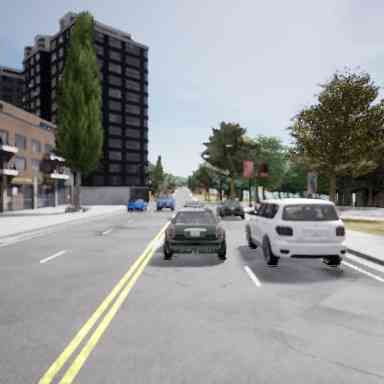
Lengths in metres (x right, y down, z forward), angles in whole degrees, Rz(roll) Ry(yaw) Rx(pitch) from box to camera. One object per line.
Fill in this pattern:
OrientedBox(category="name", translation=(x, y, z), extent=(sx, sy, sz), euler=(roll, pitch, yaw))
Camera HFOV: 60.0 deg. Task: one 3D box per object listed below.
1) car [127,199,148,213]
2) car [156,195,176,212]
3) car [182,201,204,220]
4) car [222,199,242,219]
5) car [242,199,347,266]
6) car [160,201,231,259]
OrientedBox(category="car", translation=(-6.548, 1.632, 40.084), extent=(1.882, 1.535, 5.008), euler=(0, -1, 0))
OrientedBox(category="car", translation=(-3.280, 1.399, 42.677), extent=(2.150, 2.045, 5.566), euler=(0, -1, 1))
OrientedBox(category="car", translation=(0.114, 1.595, 30.500), extent=(1.837, 1.490, 4.892), euler=(0, 0, 0))
OrientedBox(category="car", translation=(3.366, 1.438, 29.885), extent=(2.097, 1.767, 4.553), euler=(0, 0, 0))
OrientedBox(category="car", translation=(3.357, 1.242, 11.727), extent=(2.150, 2.045, 5.566), euler=(0, 0, 0))
OrientedBox(category="car", translation=(0.107, 1.373, 12.824), extent=(2.097, 1.767, 4.553), euler=(0, 0, 0))
